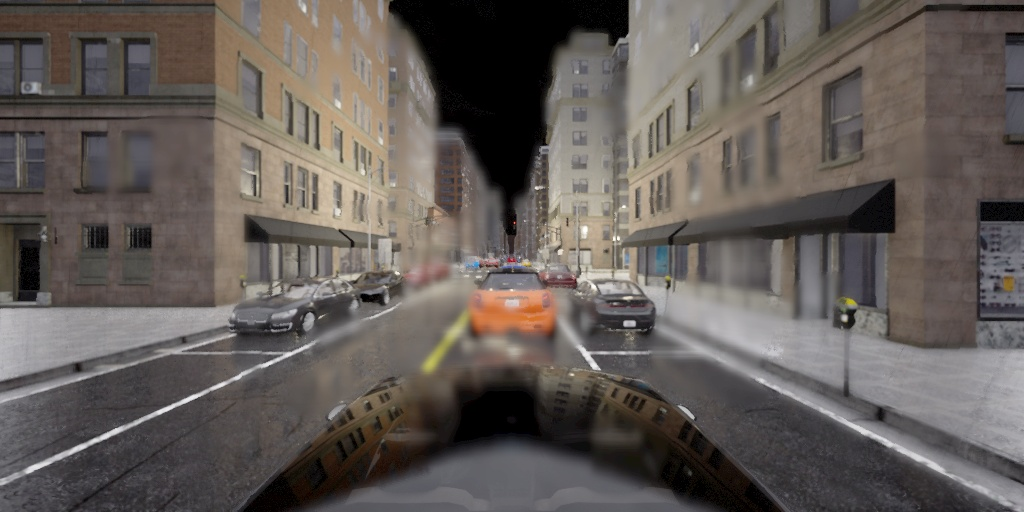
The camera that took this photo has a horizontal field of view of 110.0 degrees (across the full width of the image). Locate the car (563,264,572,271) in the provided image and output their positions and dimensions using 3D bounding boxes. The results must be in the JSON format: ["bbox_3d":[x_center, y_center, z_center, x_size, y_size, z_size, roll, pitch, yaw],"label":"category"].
[{"bbox_3d":[2.656,1.190,21.351,1.967,1.591,4.097,0,0,0],"label":"car"}]

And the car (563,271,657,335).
[{"bbox_3d":[2.664,1.301,10.301,2.007,1.370,4.403,0,0,0],"label":"car"}]

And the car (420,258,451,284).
[{"bbox_3d":[-5.875,1.065,26.843,2.192,1.841,5.009,0,0,0],"label":"car"}]

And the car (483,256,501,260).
[{"bbox_3d":[-3.123,1.223,57.258,1.882,1.535,5.008,0,0,0],"label":"car"}]

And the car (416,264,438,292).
[{"bbox_3d":[-5.870,1.333,21.319,1.802,1.307,4.207,0,0,0],"label":"car"}]

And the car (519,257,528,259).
[{"bbox_3d":[2.623,1.270,65.182,1.751,1.417,4.829,0,0,0],"label":"car"}]

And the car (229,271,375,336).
[{"bbox_3d":[-5.862,1.301,10.271,2.007,1.370,4.403,0,0,0],"label":"car"}]

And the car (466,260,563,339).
[{"bbox_3d":[0.020,1.103,10.217,2.097,1.767,4.553,0,0,0],"label":"car"}]

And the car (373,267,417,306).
[{"bbox_3d":[-5.866,1.317,15.796,1.948,1.339,4.313,0,0,0],"label":"car"}]

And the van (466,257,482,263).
[{"bbox_3d":[-5.894,1.087,53.791,1.690,1.789,3.998,0,0,0],"label":"van"}]
